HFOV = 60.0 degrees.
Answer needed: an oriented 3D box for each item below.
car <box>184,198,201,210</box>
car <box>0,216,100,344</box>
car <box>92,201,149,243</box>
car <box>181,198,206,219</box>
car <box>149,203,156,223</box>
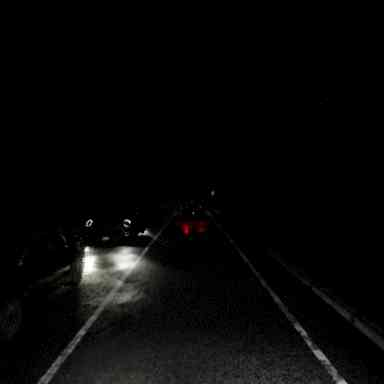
[{"bbox_3d":[0.105,1.572,44.253,2.128,1.511,4.902,0,-1,0],"label":"car"},{"bbox_3d":[-3.593,1.471,6.432,2.128,1.511,4.902,0,0,0],"label":"car"},{"bbox_3d":[-3.489,1.286,15.711,2.097,1.767,4.553,0,0,0],"label":"car"},{"bbox_3d":[0.121,1.429,28.153,2.128,1.511,4.902,0,0,0],"label":"car"},{"bbox_3d":[-3.544,1.414,21.935,2.128,1.511,4.902,0,0,1],"label":"car"}]
